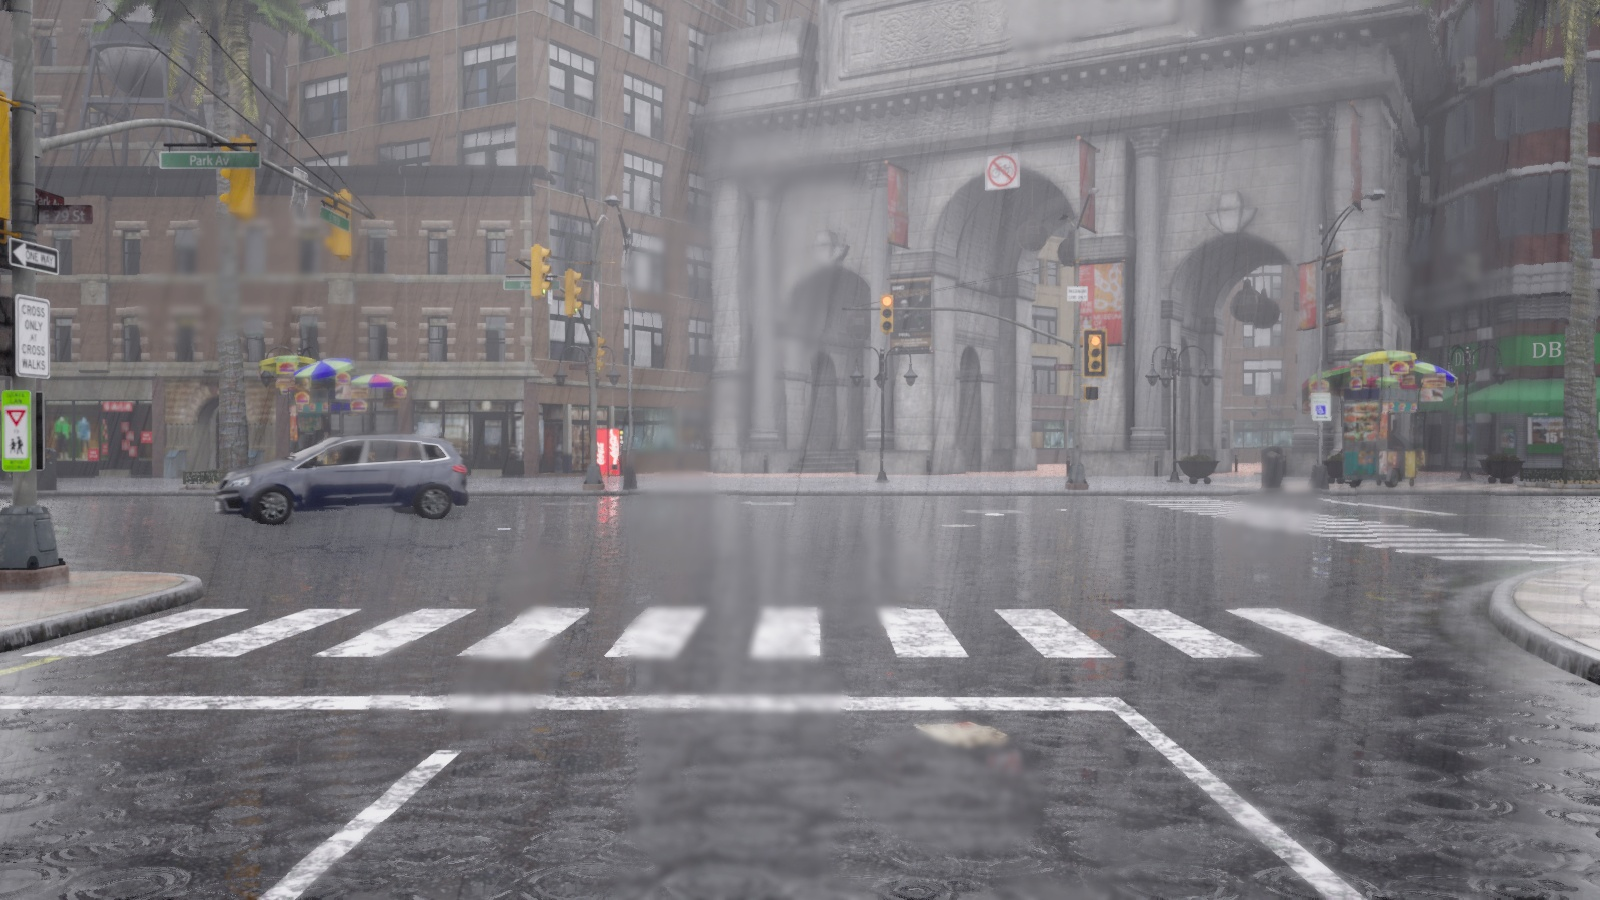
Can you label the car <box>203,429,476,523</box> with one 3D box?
[{"bbox_3d":[-8.928,0.446,24.412,4.611,1.667,2.242,0,0,-32],"label":"car"}]
